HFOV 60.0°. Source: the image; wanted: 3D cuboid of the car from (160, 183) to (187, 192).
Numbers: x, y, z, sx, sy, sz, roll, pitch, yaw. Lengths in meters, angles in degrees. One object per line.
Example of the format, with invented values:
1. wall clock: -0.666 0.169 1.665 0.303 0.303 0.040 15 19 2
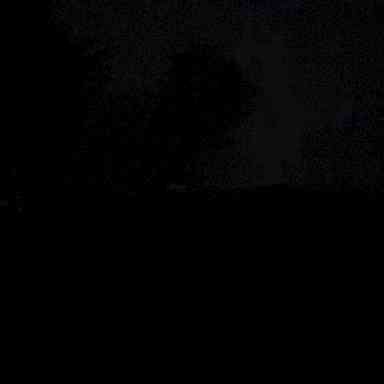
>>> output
1. car: -2.549 -0.779 53.360 1.812 1.442 4.674 1 3 35

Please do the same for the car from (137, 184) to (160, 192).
1. car: -6.464 -0.635 53.206 1.895 1.301 4.718 1 3 35

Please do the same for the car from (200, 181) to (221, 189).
1. car: 3.460 -1.285 62.523 2.033 1.411 5.357 1 3 32
